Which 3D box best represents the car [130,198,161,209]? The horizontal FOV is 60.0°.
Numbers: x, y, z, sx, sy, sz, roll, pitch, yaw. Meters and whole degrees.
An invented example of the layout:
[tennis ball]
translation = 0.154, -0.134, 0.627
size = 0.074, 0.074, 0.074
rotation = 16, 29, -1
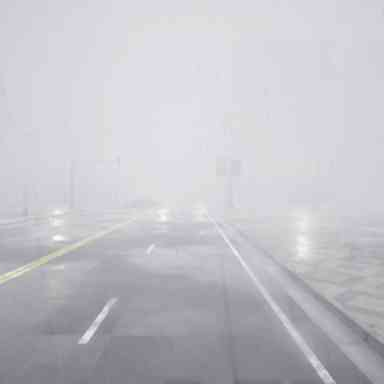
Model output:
[car]
translation = -6.351, 1.582, 45.584
size = 4.181, 1.385, 1.994
rotation = 0, 0, 0
